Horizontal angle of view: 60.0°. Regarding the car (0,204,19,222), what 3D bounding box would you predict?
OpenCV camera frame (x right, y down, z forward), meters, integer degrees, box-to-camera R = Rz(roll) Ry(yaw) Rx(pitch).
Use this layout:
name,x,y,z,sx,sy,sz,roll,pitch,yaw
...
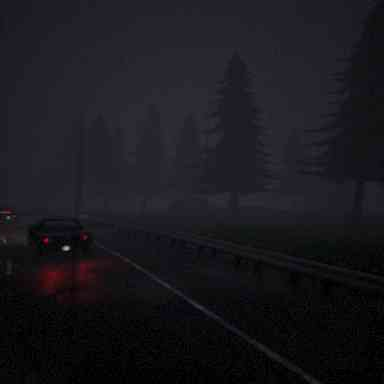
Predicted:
name,x,y,z,sx,sy,sz,roll,pitch,yaw
car,-16.402,1.816,28.659,1.837,1.490,4.892,0,0,-43

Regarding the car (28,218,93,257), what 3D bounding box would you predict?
name,x,y,z,sx,sy,sz,roll,pitch,yaw
car,-5.626,1.727,13.758,1.895,1.301,4.718,0,0,-31
